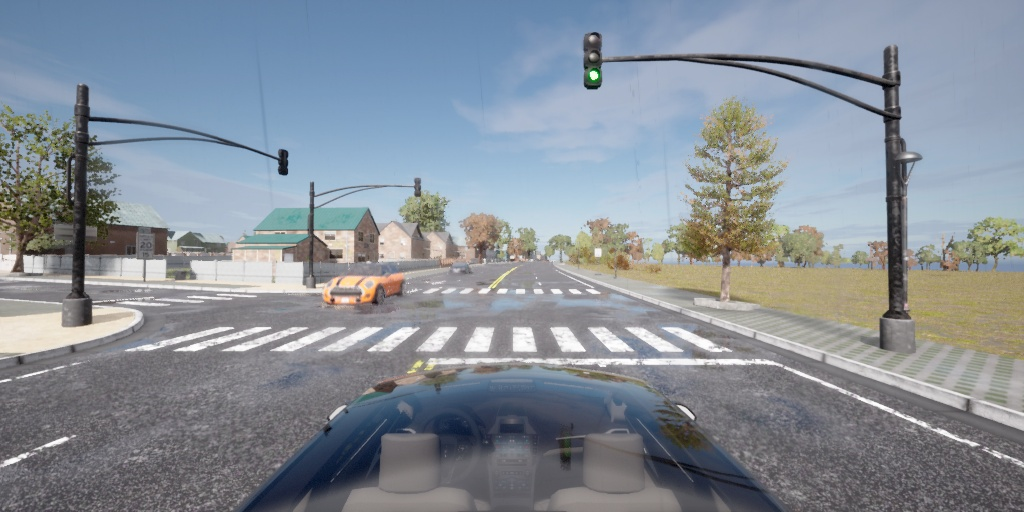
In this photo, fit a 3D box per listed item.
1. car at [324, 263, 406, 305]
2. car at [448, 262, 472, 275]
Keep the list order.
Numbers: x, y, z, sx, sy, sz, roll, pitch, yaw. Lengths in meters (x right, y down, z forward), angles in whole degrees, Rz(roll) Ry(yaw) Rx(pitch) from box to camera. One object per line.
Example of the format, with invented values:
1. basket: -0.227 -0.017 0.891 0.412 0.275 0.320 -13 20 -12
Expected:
1. car: -6.340 1.110 15.958 2.097 1.767 4.553 0 0 1
2. car: -5.610 1.333 39.185 1.812 1.442 4.674 0 0 2
